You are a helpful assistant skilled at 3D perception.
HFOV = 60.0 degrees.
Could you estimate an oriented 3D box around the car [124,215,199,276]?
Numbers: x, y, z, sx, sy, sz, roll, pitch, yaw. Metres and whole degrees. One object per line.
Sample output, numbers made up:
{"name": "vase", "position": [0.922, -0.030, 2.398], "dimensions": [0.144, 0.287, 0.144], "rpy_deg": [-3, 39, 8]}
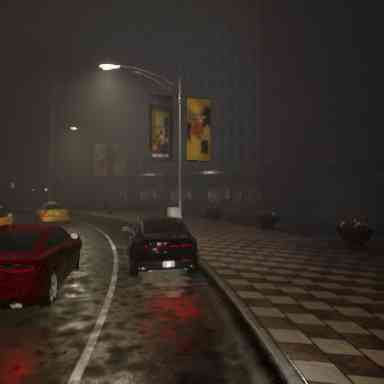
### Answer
{"name": "car", "position": [-1.083, 1.498, 10.435], "dimensions": [1.837, 1.490, 4.892], "rpy_deg": [0, 0, -12]}

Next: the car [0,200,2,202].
{"name": "car", "position": [-21.666, 1.520, 36.185], "dimensions": [4.181, 1.385, 1.994], "rpy_deg": [0, 0, 37]}

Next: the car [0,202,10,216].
{"name": "car", "position": [-9.567, 1.459, 15.379], "dimensions": [1.882, 1.535, 5.008], "rpy_deg": [0, 0, -21]}

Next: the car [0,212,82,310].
{"name": "car", "position": [-3.889, 1.469, 7.858], "dimensions": [1.882, 1.535, 5.008], "rpy_deg": [0, 0, -9]}

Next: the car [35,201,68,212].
{"name": "car", "position": [-10.159, 1.433, 23.947], "dimensions": [1.801, 1.575, 5.366], "rpy_deg": [0, 0, -31]}
